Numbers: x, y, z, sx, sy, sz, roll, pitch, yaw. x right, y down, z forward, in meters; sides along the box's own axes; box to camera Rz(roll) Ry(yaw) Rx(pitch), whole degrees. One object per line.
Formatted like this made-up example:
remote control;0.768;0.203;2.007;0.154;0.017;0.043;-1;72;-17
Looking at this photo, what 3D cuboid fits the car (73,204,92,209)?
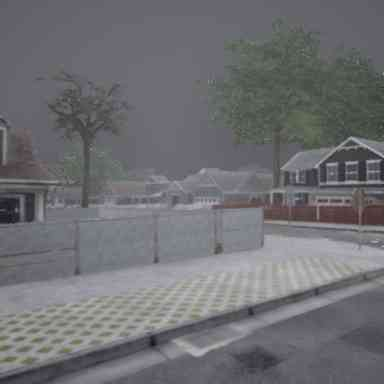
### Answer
car;-15.942;2.579;48.795;2.097;1.767;4.553;1;-2;-38
